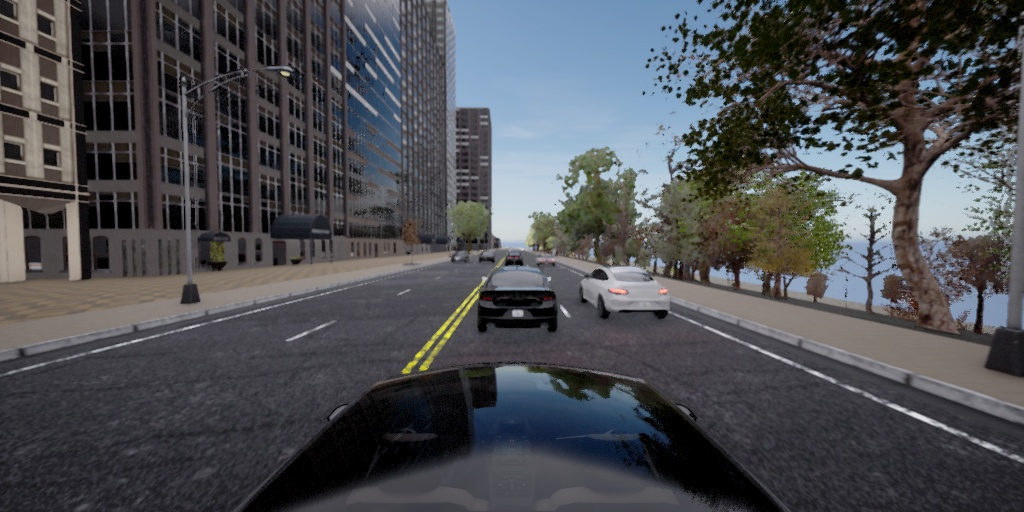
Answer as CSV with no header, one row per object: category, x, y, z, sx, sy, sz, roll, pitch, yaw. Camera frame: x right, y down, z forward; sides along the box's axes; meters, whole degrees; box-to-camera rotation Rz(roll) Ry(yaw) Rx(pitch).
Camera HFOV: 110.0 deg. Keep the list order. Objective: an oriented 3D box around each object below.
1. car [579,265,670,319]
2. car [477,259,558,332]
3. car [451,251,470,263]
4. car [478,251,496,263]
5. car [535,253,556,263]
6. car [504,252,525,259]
car,3.387,1.016,11.452,1.812,1.442,4.674,0,1,0
car,0.133,1.004,10.062,1.882,1.535,5.008,0,1,0
car,-6.346,0.100,44.448,2.128,1.511,4.902,0,1,1
car,-3.088,0.073,44.995,1.882,1.535,5.008,0,1,0
car,3.491,0.381,38.053,1.895,1.301,4.718,0,2,0
car,0.239,0.297,37.405,1.837,1.490,4.892,0,0,0
